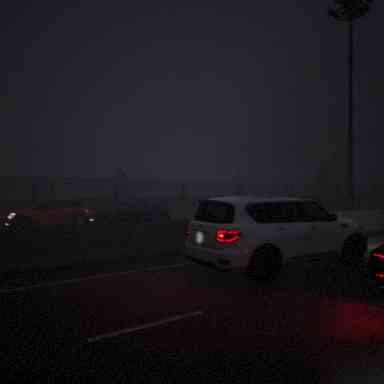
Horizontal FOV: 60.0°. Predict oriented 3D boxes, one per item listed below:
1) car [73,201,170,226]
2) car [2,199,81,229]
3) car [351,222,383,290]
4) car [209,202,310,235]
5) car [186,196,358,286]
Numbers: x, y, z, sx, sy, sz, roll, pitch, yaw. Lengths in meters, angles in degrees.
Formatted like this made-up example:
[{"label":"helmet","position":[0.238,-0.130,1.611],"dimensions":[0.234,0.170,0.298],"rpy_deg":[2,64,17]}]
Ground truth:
[{"label":"car","position":[-3.564,1.351,18.089],"dimensions":[4.902,1.511,2.128],"rpy_deg":[-1,0,-31]},{"label":"car","position":[-8.336,1.228,19.203],"dimensions":[4.553,1.767,2.097],"rpy_deg":[-1,1,-32]},{"label":"car","position":[5.887,1.396,7.217],"dimensions":[4.892,1.490,1.837],"rpy_deg":[-1,0,-30]},{"label":"car","position":[3.749,1.363,18.260],"dimensions":[5.357,1.411,2.033],"rpy_deg":[-1,0,-27]},{"label":"car","position":[2.496,1.118,9.323],"dimensions":[5.566,2.045,2.150],"rpy_deg":[-1,0,-31]}]
